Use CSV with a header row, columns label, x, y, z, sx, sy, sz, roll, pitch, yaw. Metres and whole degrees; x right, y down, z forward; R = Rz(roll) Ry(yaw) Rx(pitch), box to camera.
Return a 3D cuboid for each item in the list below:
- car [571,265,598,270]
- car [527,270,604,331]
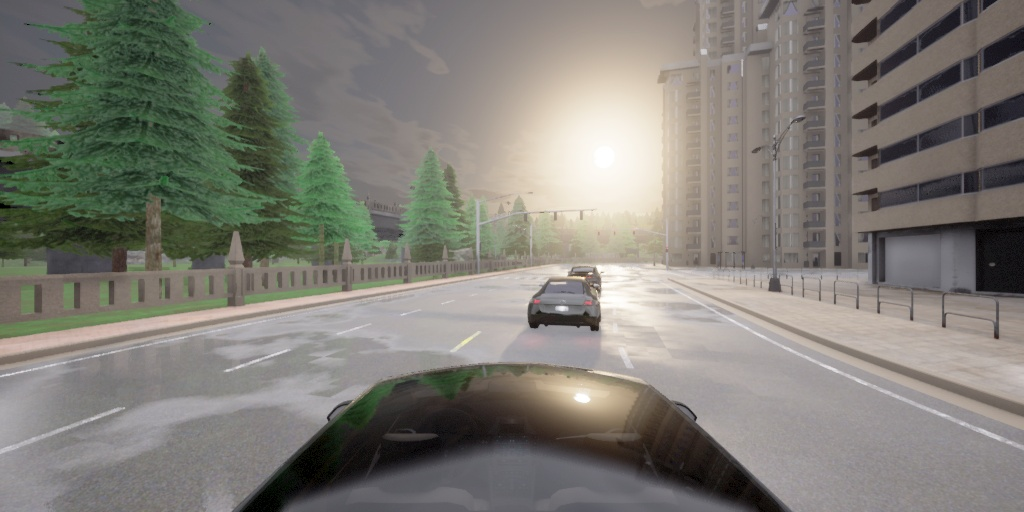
label,x,y,z,sx,sy,sz,roll,pitch,yaw
car,4.242,1.277,20.844,1.837,1.490,4.892,0,0,15
car,1.741,1.325,11.174,1.994,1.385,4.181,0,0,13
